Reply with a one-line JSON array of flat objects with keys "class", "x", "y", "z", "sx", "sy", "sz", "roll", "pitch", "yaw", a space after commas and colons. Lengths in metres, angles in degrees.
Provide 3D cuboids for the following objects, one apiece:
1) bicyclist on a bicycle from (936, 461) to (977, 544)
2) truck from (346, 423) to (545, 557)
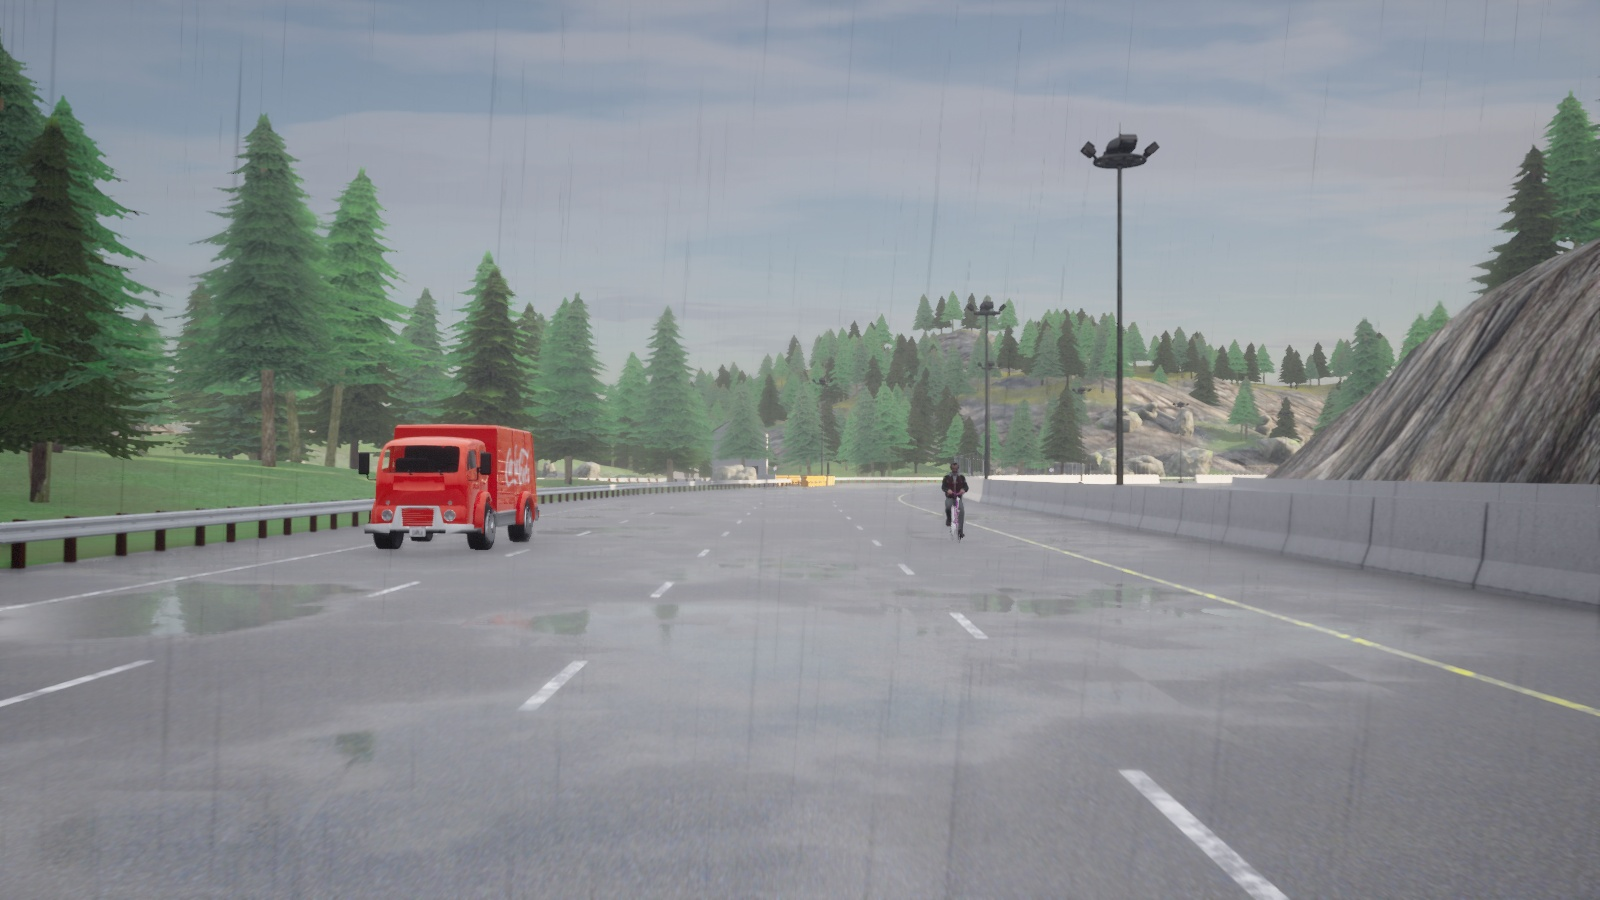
[{"class": "bicyclist on a bicycle", "x": 3.432, "y": 1.134, "z": 27.607, "sx": 0.659, "sy": 1.776, "sz": 1.843, "roll": 0, "pitch": -1, "yaw": 0}, {"class": "truck", "x": -7.065, "y": 0.788, "z": 25.791, "sx": 2.627, "sy": 2.467, "sz": 5.204, "roll": 0, "pitch": -1, "yaw": 0}]
